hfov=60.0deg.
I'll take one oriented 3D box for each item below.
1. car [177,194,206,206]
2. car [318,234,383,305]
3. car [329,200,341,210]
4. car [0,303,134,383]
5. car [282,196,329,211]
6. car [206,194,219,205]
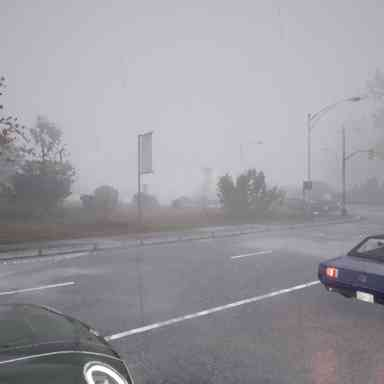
[{"bbox_3d":[-0.568,1.300,51.089,1.837,1.490,4.892,-1,0,-39],"label":"car"},{"bbox_3d":[4.906,1.573,7.230,4.718,1.301,1.895,0,0,-35],"label":"car"},{"bbox_3d":[14.419,1.247,37.937,2.128,1.511,4.902,-1,0,-39],"label":"car"},{"bbox_3d":[-2.567,1.352,1.893,4.553,1.767,2.097,0,0,-36],"label":"car"},{"bbox_3d":[11.698,1.291,35.704,1.837,1.490,4.892,-1,0,-38],"label":"car"},{"bbox_3d":[2.308,1.117,53.095,2.097,1.767,4.553,-1,0,-39],"label":"car"}]
